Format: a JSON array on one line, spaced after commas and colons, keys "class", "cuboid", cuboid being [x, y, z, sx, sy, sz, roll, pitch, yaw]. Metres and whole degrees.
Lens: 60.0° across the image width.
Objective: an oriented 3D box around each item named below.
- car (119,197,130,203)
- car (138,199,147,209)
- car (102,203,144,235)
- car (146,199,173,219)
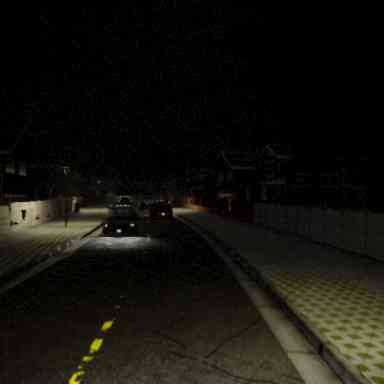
[{"class": "car", "cuboid": [-13.017, 1.772, 64.391, 1.837, 1.490, 4.892, 0, 0, -5]}, {"class": "car", "cuboid": [-5.892, 1.665, 43.113, 2.128, 1.511, 4.902, 0, 0, -15]}, {"class": "car", "cuboid": [-4.093, 1.639, 19.811, 2.033, 1.411, 5.357, 0, 0, -7]}, {"class": "car", "cuboid": [-2.898, 1.642, 30.535, 1.837, 1.490, 4.892, 0, 0, -11]}]
